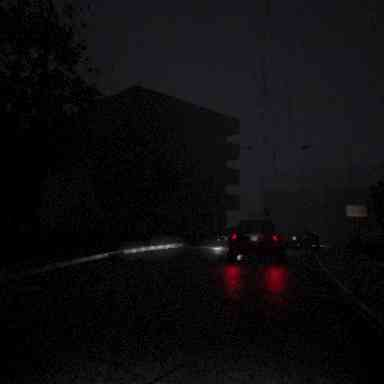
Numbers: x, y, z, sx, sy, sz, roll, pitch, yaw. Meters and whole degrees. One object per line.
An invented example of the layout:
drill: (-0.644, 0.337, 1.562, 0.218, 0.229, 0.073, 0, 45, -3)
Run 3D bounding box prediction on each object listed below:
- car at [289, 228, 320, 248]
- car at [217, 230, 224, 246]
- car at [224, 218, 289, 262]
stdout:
car: (8.324, 3.459, 25.257, 1.994, 1.385, 4.181, -2, -7, 33)
car: (3.441, 3.151, 24.090, 1.837, 1.490, 4.892, -2, -8, 29)
car: (2.999, 1.985, 14.623, 2.097, 1.767, 4.553, -1, -6, 18)
